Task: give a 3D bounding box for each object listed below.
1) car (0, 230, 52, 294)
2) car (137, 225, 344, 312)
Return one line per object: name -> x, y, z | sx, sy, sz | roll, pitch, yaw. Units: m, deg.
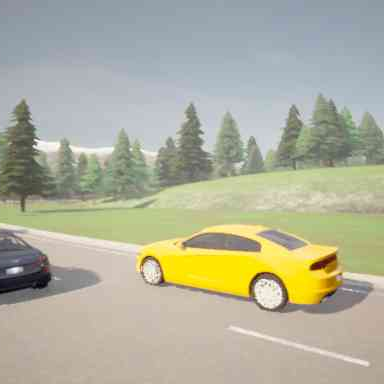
car -> -5.329, 1.662, 8.354 | 4.181, 1.385, 1.994 | -1, 0, 39
car -> 0.849, 1.524, 7.890 | 5.008, 1.535, 1.882 | -1, 0, 37
